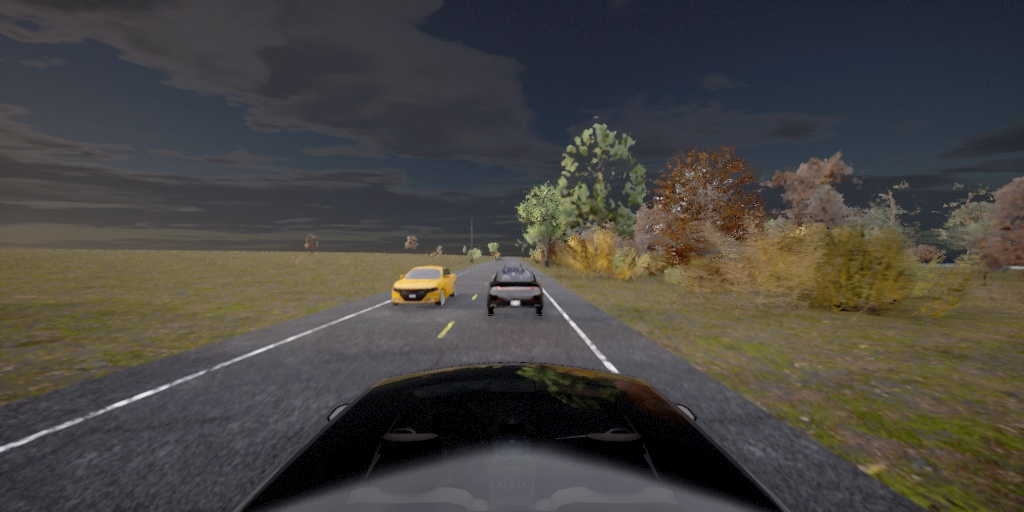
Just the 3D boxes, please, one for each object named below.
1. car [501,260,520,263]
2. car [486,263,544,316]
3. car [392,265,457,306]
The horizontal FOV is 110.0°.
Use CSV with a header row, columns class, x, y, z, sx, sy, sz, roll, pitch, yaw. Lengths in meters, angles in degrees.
class,x,y,z,sx,sy,sz,roll,pitch,yaw
car,0.110,1.215,33.001,1.895,1.301,4.718,0,0,0
car,0.104,1.191,13.175,2.128,1.511,4.902,0,0,0
car,-3.594,1.168,15.457,1.882,1.535,5.008,0,0,0
